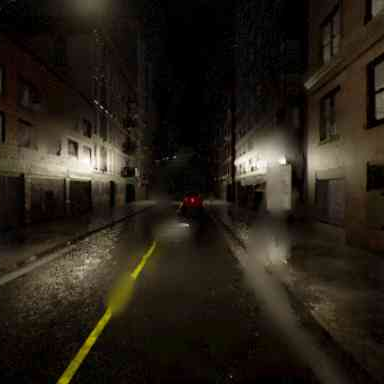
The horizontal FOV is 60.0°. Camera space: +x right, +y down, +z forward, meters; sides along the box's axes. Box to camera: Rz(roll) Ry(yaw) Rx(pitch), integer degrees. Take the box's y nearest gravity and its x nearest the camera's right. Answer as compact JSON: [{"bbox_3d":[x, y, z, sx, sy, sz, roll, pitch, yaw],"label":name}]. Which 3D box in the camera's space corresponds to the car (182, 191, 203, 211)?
[{"bbox_3d":[0.071,0.944,36.952,2.150,2.045,5.566,0,0,0],"label":"car"}]
